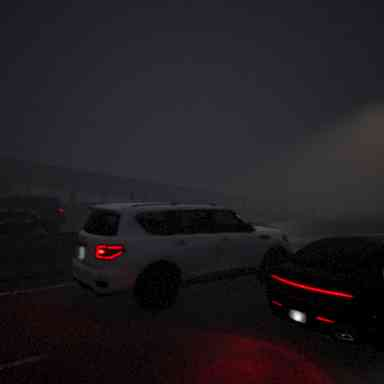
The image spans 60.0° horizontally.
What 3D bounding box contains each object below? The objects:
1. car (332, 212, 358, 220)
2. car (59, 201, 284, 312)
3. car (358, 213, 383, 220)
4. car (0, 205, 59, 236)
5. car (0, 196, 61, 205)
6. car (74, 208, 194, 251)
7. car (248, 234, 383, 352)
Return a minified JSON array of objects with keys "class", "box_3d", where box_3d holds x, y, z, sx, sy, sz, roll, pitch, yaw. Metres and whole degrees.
[{"class":"car","box_3d":[18.544,3.367,38.697,5.566,2.045,2.150,9,-5,-35]},{"class":"car","box_3d":[0.026,1.271,8.063,5.566,2.045,2.150,1,0,-35]},{"class":"car","box_3d":[20.667,3.381,35.917,5.566,2.045,2.150,9,-5,-35]},{"class":"car","box_3d":[-8.588,1.519,15.062,4.892,1.490,1.837,0,0,-35]},{"class":"car","box_3d":[-9.930,1.246,18.404,5.566,2.045,2.150,0,0,-35]},{"class":"car","box_3d":[-2.509,1.547,15.098,5.008,1.535,1.882,1,-1,-35]},{"class":"car","box_3d":[3.503,1.574,6.243,4.892,1.490,1.837,1,0,-35]}]
